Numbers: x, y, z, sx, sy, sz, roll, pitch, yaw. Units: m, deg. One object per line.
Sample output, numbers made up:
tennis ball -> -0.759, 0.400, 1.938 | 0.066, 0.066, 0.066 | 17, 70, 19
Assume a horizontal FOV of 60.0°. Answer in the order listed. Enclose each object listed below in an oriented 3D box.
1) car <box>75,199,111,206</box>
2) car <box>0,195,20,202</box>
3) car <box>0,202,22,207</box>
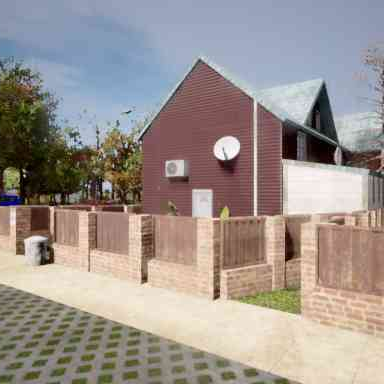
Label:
car -> -10.992, 1.570, 36.024 | 1.882, 1.535, 5.008 | 0, 0, 35
car -> -17.062, 1.279, 27.528 | 2.150, 2.045, 5.566 | 0, 0, 36
car -> -11.578, 1.507, 18.082 | 1.882, 1.535, 5.008 | 0, 0, 36
